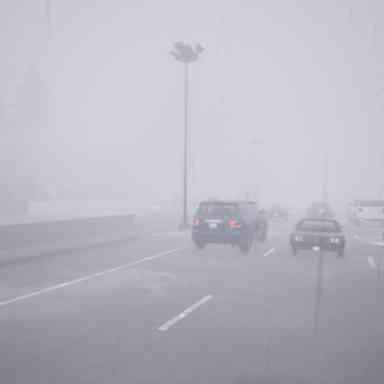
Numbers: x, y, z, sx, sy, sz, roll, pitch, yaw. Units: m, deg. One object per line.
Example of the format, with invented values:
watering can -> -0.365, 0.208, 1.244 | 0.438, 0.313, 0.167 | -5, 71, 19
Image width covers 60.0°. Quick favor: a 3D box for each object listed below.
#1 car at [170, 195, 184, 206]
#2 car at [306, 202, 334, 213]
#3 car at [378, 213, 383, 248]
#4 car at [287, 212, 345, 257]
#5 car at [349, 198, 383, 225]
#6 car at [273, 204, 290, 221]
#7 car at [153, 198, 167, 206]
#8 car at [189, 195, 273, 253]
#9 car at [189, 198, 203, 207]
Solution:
car -> -2.449, 1.572, 61.645 | 2.150, 2.045, 5.566 | 1, 0, 10
car -> 11.010, 1.638, 28.708 | 2.097, 1.767, 4.553 | 0, 0, 19
car -> 8.615, 1.729, 12.711 | 1.994, 1.385, 4.181 | 0, 0, 23
car -> 5.313, 1.739, 13.871 | 1.895, 1.301, 4.718 | 0, 0, 23
car -> 14.054, 1.531, 26.751 | 2.150, 2.045, 5.566 | 0, 0, 19
car -> 7.854, 1.790, 30.307 | 1.812, 1.442, 4.674 | 0, 0, 18
car -> -5.929, 1.811, 62.113 | 2.128, 1.511, 4.902 | 1, 0, 10
car -> 1.853, 1.333, 14.670 | 2.150, 2.045, 5.566 | 0, 0, 24
car -> 0.774, 1.879, 59.907 | 1.837, 1.490, 4.892 | 1, 0, 10
